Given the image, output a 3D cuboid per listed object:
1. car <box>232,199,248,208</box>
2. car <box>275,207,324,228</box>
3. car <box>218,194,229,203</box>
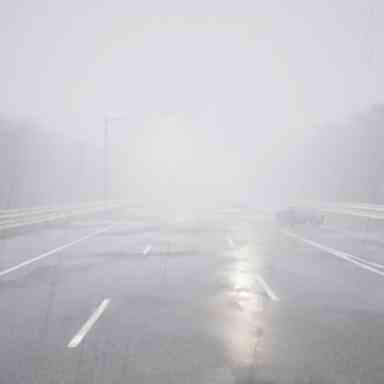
[{"bbox_3d":[7.030,1.645,49.020,1.895,1.301,4.718,0,0,0],"label":"car"},{"bbox_3d":[6.993,1.612,22.202,1.895,1.301,4.718,0,0,0],"label":"car"},{"bbox_3d":[7.140,1.466,75.347,2.150,2.045,5.566,0,-1,0],"label":"car"}]
